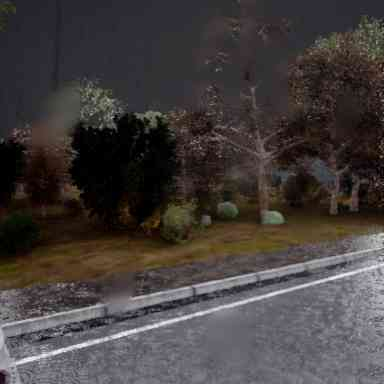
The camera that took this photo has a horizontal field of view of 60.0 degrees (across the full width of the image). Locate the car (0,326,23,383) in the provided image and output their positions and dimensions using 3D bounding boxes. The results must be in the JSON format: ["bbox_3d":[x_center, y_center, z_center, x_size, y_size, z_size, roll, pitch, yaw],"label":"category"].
[{"bbox_3d":[-3.413,1.529,1.556,4.674,1.442,1.812,0,0,-36],"label":"car"}]
